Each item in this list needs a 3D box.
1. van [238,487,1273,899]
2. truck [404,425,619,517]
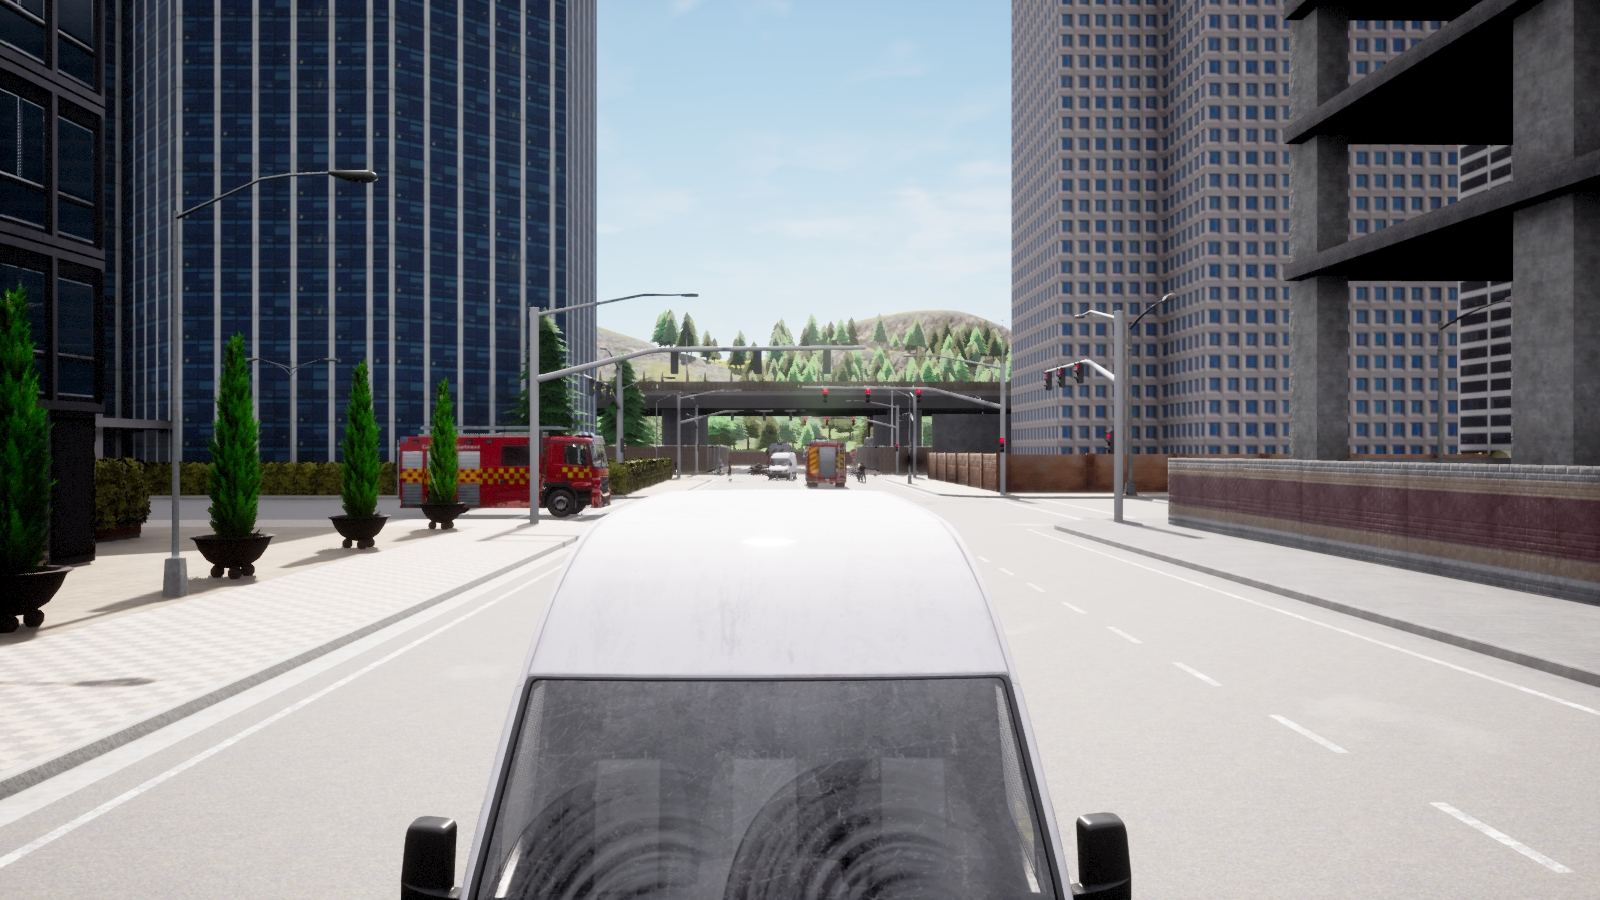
[{"bbox_3d":[-0.128,1.535,5.152,1.988,2.561,5.915,0,0,-1],"label":"van"},{"bbox_3d":[-12.239,0.890,48.946,8.468,3.827,2.891,0,0,0],"label":"truck"}]
